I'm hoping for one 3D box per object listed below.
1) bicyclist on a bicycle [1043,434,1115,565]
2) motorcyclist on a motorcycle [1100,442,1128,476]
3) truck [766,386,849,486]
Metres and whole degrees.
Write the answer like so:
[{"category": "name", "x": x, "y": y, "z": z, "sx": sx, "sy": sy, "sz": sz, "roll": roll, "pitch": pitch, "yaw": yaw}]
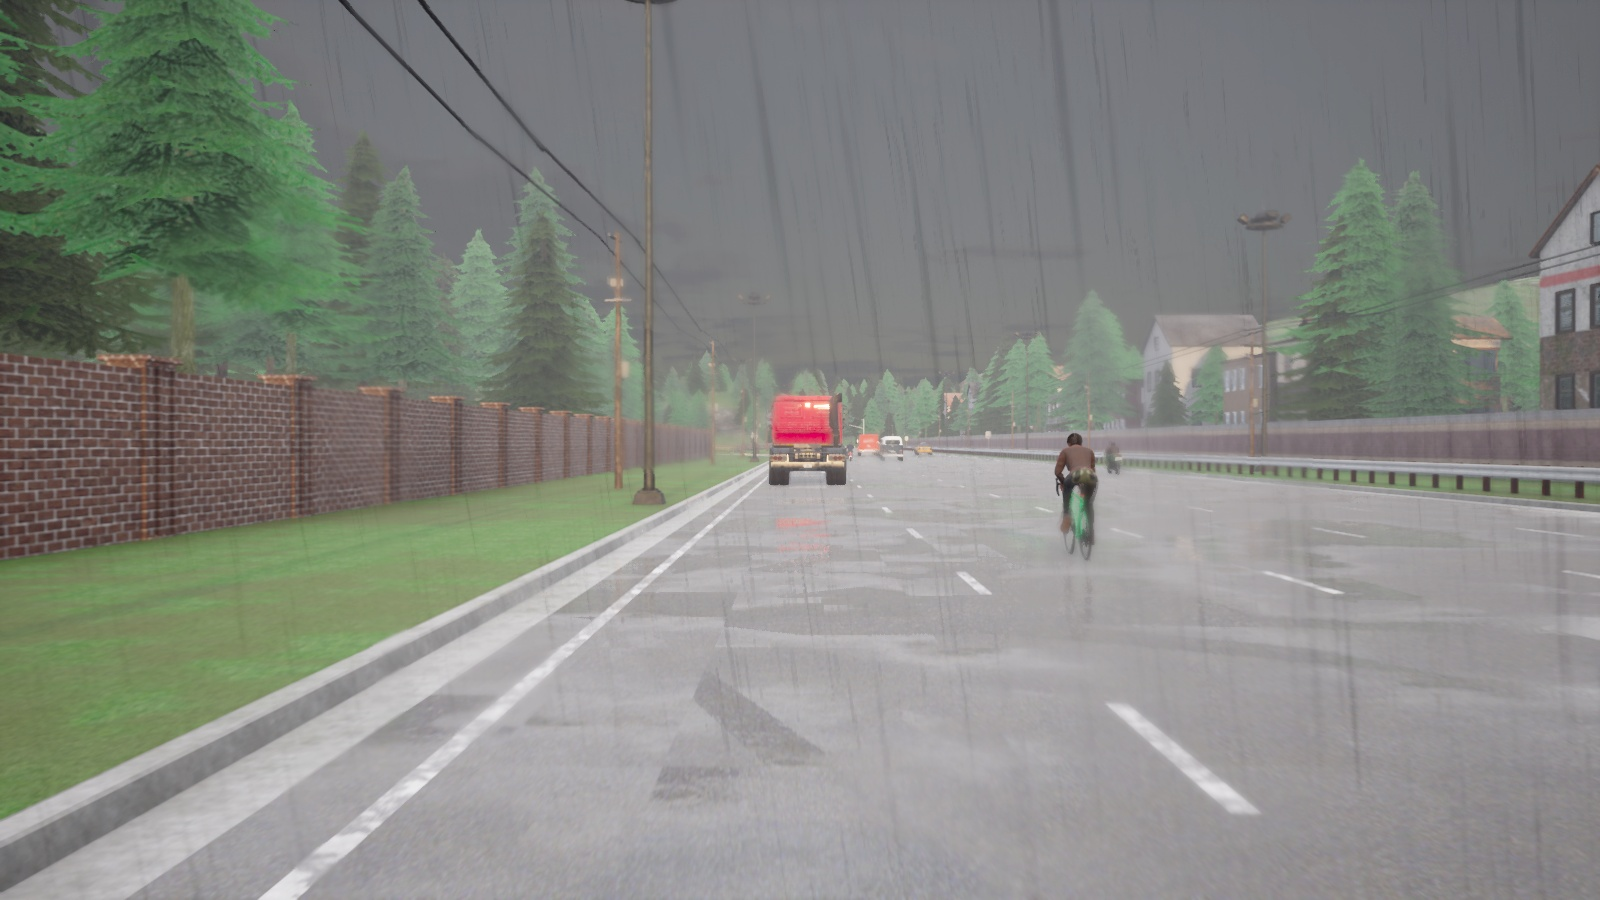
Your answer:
[{"category": "bicyclist on a bicycle", "x": 3.609, "y": 0.610, "z": 16.348, "sx": 0.582, "sy": 1.620, "sz": 1.656, "roll": 0, "pitch": 0, "yaw": 0}, {"category": "motorcyclist on a motorcycle", "x": 14.344, "y": 0.417, "z": 57.420, "sx": 0.797, "sy": 1.523, "sz": 2.044, "roll": 0, "pitch": 0, "yaw": 0}, {"category": "truck", "x": 0.288, "y": -0.504, "z": 47.710, "sx": 2.891, "sy": 3.462, "sz": 7.936, "roll": 0, "pitch": 0, "yaw": 0}]
